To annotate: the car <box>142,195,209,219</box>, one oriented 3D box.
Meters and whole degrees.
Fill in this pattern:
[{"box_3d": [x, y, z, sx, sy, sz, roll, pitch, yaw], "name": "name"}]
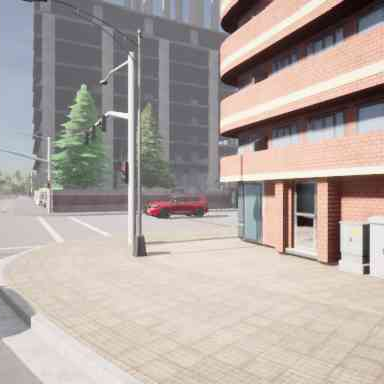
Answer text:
[{"box_3d": [-1.191, 1.275, 29.555, 5.566, 2.045, 2.150, 0, 0, -27], "name": "car"}]
